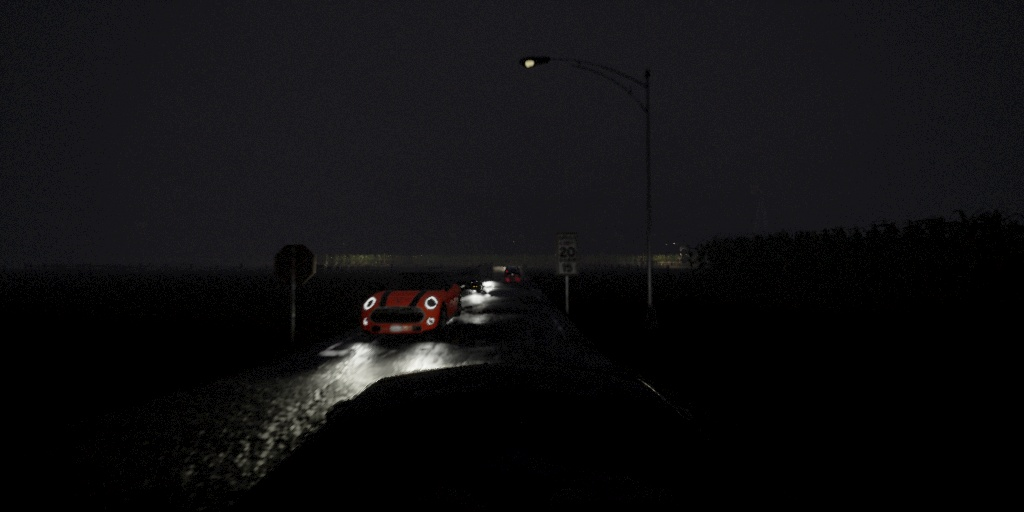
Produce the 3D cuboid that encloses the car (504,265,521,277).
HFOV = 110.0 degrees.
[{"bbox_3d":[0.047,1.808,42.558,1.895,1.301,4.718,0,-1,0],"label":"car"}]

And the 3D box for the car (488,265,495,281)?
[{"bbox_3d":[-2.791,1.651,36.358,2.128,1.511,4.902,0,-1,1],"label":"car"}]

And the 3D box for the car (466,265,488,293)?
[{"bbox_3d":[-2.829,1.515,23.190,1.837,1.490,4.892,0,-1,0],"label":"car"}]

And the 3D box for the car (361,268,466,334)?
[{"bbox_3d":[-2.847,1.222,11.062,2.097,1.767,4.553,0,-1,0],"label":"car"}]
